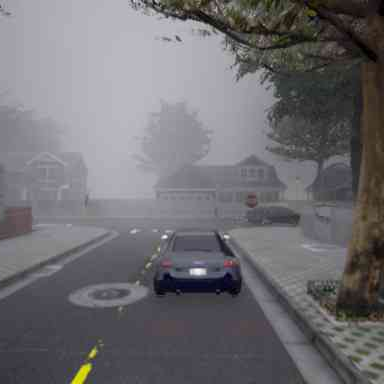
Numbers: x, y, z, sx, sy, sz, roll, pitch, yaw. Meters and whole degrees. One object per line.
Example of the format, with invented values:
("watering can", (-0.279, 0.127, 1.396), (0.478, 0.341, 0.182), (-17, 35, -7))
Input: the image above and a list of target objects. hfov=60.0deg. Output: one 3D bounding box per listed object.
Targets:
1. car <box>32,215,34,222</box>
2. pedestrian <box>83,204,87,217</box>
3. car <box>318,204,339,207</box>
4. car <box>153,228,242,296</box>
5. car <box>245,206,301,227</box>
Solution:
("car", (-13.963, 1.755, 24.537), (4.181, 1.385, 1.994), (0, 0, -1))
("pedestrian", (-9.771, 1.627, 30.442), (0.375, 1.300, 0.375), (0, 0, -1))
("car", (10.695, 1.796, 27.744), (4.892, 1.490, 1.837), (0, 0, -1))
("car", (0.103, 1.647, 8.909), (1.994, 1.385, 4.181), (0, -1, -1))
("car", (6.424, 1.787, 24.781), (4.892, 1.490, 1.837), (0, -3, -10))
